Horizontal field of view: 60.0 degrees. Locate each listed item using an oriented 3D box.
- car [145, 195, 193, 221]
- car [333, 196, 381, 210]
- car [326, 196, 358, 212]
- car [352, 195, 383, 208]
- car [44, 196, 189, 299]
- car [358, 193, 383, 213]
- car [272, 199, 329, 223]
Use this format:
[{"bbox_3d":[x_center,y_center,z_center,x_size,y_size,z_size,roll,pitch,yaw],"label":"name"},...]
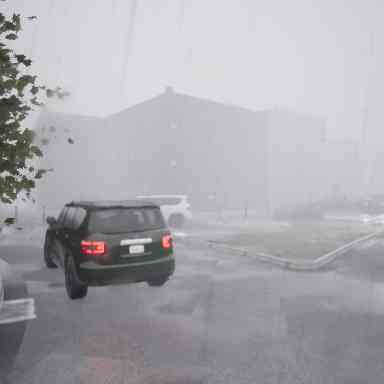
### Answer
[{"bbox_3d":[-2.722,1.208,20.613,5.566,2.045,2.150,0,0,-18],"label":"car"},{"bbox_3d":[19.771,1.287,40.019,2.002,1.452,4.674,-1,1,-40],"label":"car"},{"bbox_3d":[15.554,1.174,36.458,2.185,1.767,4.553,-1,0,-40],"label":"car"},{"bbox_3d":[24.001,1.188,43.564,2.231,1.521,4.892,-1,1,-40],"label":"car"},{"bbox_3d":[-2.460,1.219,8.865,2.150,2.045,5.566,0,0,-31],"label":"car"},{"bbox_3d":[19.110,1.166,33.580,4.553,1.767,2.097,-1,0,-40],"label":"car"},{"bbox_3d":[8.046,1.489,25.229,4.181,1.385,1.994,-1,0,-32],"label":"car"}]
